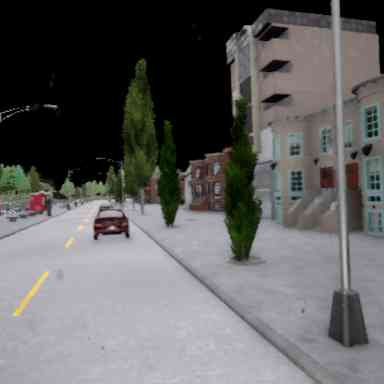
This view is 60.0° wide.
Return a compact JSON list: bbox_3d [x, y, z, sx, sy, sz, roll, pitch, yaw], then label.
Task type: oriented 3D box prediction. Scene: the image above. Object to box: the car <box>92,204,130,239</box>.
[{"bbox_3d":[-4.757,1.749,19.508,1.882,1.535,5.008,-2,0,-15],"label":"car"}]
